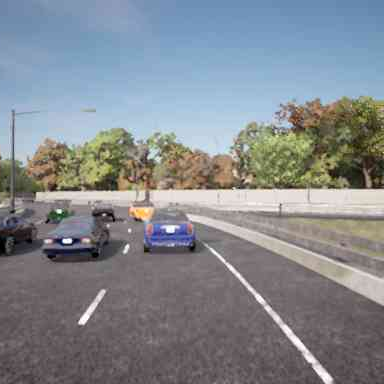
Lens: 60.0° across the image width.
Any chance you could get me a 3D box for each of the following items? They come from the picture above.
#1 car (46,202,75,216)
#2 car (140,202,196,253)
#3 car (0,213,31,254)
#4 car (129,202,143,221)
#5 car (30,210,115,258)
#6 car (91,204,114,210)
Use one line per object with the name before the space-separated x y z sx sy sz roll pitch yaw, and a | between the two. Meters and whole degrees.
car | -11.297 1.659 28.816 2.097 1.767 4.553 0 -1 -17
car | -1.136 1.505 14.791 2.097 1.767 4.553 0 -1 -8
car | -8.091 1.646 14.007 2.128 1.511 4.902 0 0 -8
car | -4.542 1.671 30.652 2.097 1.767 4.553 0 -1 -17
car | -4.464 1.692 13.471 2.033 1.411 5.357 0 -1 -8
car | -8.158 1.800 30.511 1.882 1.535 5.008 0 0 -17
